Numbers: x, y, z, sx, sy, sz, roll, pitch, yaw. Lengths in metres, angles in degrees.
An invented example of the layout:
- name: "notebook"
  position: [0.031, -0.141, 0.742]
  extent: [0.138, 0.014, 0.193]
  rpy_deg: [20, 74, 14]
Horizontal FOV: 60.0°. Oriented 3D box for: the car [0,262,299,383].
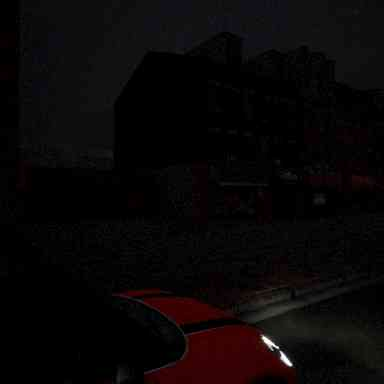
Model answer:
- name: "car"
  position: [-1.266, 1.351, 2.376]
  extent: [4.553, 1.767, 2.097]
  rpy_deg: [0, 0, -36]
